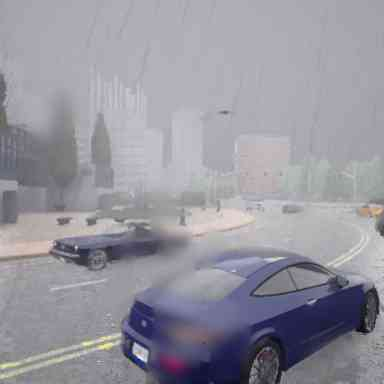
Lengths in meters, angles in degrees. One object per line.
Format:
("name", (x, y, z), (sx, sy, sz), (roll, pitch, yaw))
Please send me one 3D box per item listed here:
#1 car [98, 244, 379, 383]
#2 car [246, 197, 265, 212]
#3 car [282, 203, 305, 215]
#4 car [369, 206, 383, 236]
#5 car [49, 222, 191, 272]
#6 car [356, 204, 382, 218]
("car", (1.178, 1.601, 5.126), (4.674, 1.442, 1.812), (1, -1, -41))
("car", (9.820, 1.875, 51.606), (2.150, 2.045, 5.566), (0, -1, 0))
("car", (13.168, 2.203, 43.496), (2.033, 1.411, 5.357), (0, -1, 1))
("car", (12.504, 1.842, 20.601), (2.128, 1.511, 4.902), (0, -1, 25))
("car", (-2.302, 1.739, 11.542), (4.718, 1.301, 1.895), (1, -1, -45))
("car", (19.978, 2.090, 36.971), (1.882, 1.535, 5.008), (0, -1, 4))
